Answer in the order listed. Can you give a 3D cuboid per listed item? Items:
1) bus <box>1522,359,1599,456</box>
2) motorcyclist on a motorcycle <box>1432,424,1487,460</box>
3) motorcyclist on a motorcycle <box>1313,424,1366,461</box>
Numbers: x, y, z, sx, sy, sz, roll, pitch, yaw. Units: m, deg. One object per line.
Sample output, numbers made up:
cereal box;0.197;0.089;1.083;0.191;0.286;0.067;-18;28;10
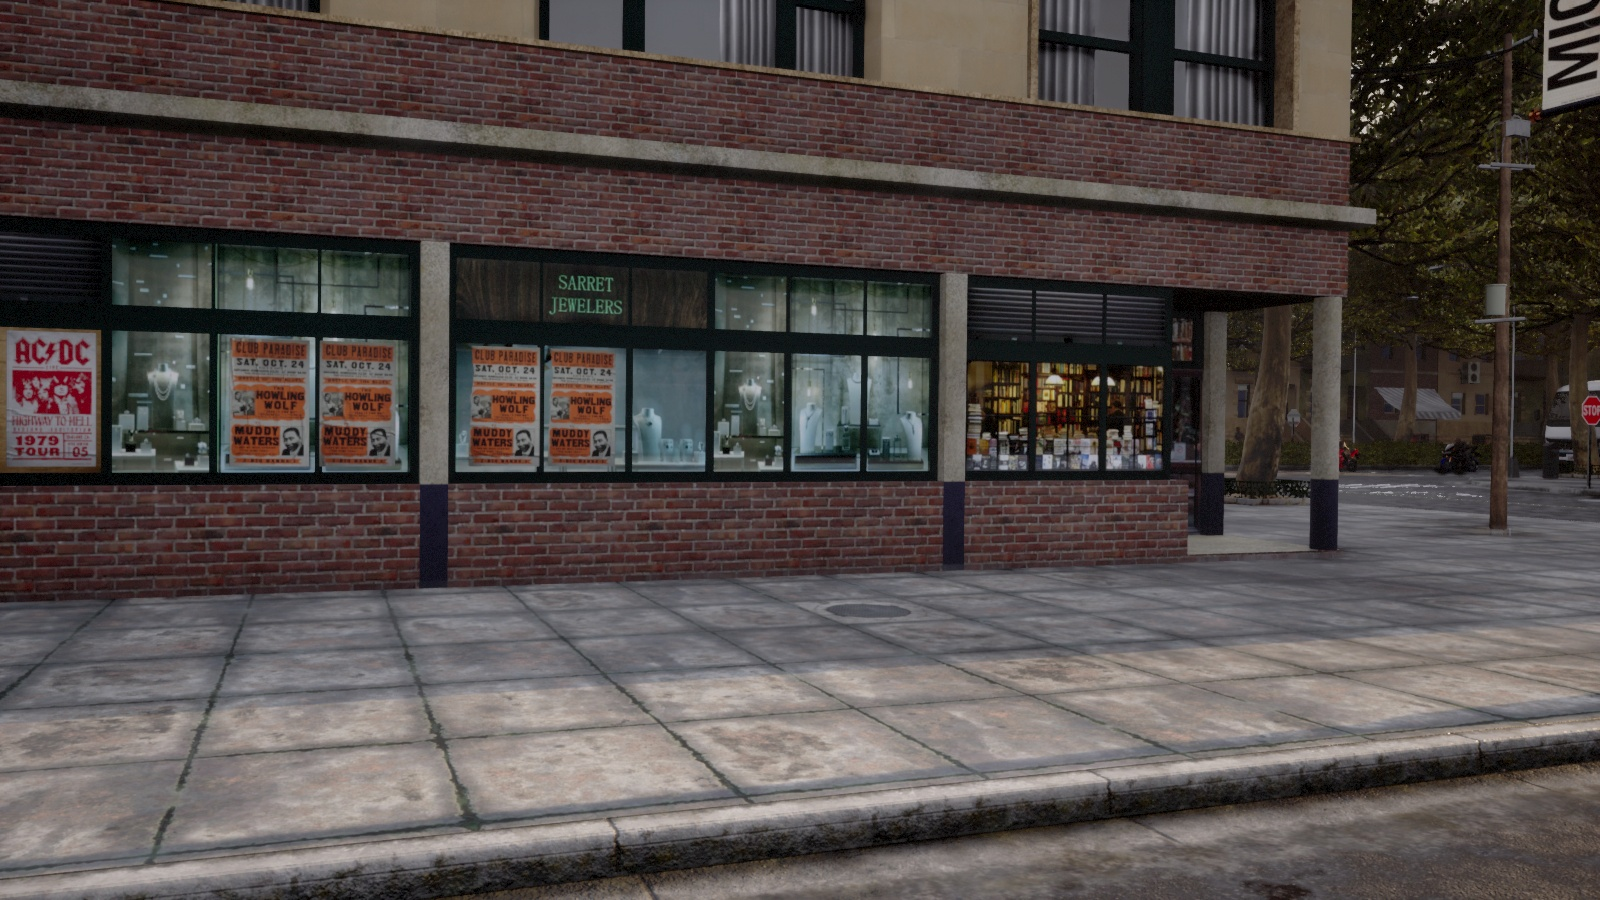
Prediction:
bus;39.354;-1.961;58.861;10.273;4.253;3.944;-1;1;-21
motorcyclist on a motorcycle;28.802;-0.371;54.854;2.191;1.530;0.866;-1;1;-21
motorcyclist on a motorcycle;22.523;-0.316;52.435;2.044;1.523;0.797;-1;1;-22
